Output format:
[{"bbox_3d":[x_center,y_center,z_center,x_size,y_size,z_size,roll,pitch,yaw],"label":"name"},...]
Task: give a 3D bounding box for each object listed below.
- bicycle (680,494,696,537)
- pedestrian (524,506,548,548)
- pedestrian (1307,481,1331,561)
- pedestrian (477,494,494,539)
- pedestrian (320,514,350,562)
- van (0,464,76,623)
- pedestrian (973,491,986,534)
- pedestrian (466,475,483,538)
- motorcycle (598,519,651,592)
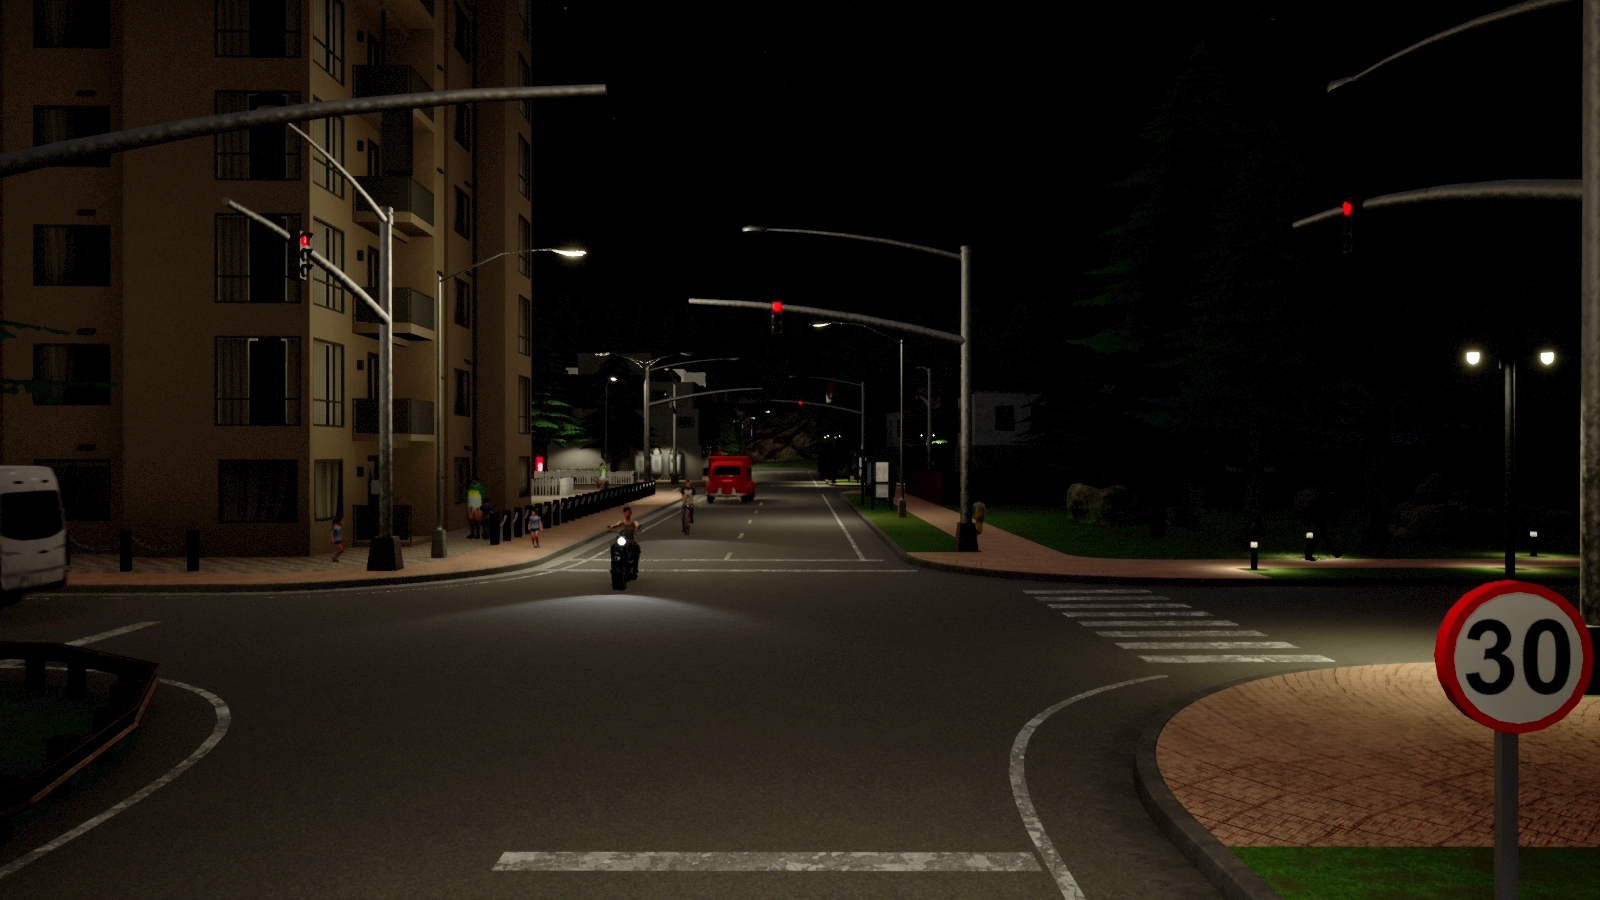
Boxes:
[{"bbox_3d":[-3.677,2.127,37.478,0.373,1.314,1.643,0,0,0],"label":"bicycle"},{"bbox_3d":[-7.097,2.056,30.717,0.500,1.100,0.500,0,0,9],"label":"pedestrian"},{"bbox_3d":[12.232,1.665,26.929,0.375,1.860,0.375,0,0,-2],"label":"pedestrian"},{"bbox_3d":[-9.298,1.956,33.807,0.375,1.300,0.375,0,0,6],"label":"pedestrian"},{"bbox_3d":[-10.883,2.057,26.744,0.500,1.100,0.500,0,0,-2],"label":"pedestrian"},{"bbox_3d":[-15.993,1.530,19.573,5.915,2.561,1.988,0,0,0],"label":"van"},{"bbox_3d":[5.628,1.956,35.855,0.375,1.300,0.375,0,0,7],"label":"pedestrian"},{"bbox_3d":[-9.736,1.677,34.207,0.375,1.860,0.375,0,0,9],"label":"pedestrian"},{"bbox_3d":[-3.603,2.149,23.639,0.764,1.277,2.356,0,0,0],"label":"motorcycle"}]
